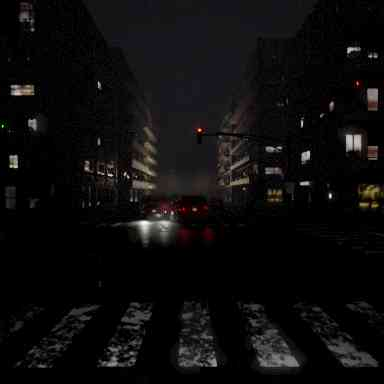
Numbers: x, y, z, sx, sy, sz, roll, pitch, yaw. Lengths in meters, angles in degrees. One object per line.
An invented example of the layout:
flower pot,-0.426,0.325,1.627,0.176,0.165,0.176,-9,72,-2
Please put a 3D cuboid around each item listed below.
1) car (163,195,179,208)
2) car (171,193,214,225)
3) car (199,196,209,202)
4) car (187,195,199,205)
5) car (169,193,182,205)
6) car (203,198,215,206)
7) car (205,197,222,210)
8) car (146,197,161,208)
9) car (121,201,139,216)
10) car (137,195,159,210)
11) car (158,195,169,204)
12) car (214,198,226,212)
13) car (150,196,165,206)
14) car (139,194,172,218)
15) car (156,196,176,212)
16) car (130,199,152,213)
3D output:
car,-3.028,1.366,49.937,2.097,1.767,4.553,0,0,0
car,-0.103,1.229,24.433,2.150,2.045,5.566,-1,0,-6
car,2.784,1.584,77.605,2.008,1.369,4.403,0,0,0
car,0.177,1.372,60.526,2.097,1.767,4.553,0,0,0
car,-2.968,1.242,60.497,2.150,2.045,5.566,0,0,1
car,2.757,1.598,54.876,1.802,1.307,4.206,0,0,0
car,2.743,1.451,43.511,1.967,1.590,4.097,0,0,0
car,-5.631,1.539,49.032,1.752,1.417,4.829,0,0,0
car,-5.651,1.572,32.154,1.947,1.339,4.313,0,0,0
car,-5.638,1.326,43.519,2.192,1.841,5.009,0,0,0
car,-5.610,1.464,66.250,1.967,1.590,4.097,0,0,0
car,2.736,1.448,37.829,1.967,1.590,4.097,0,0,0
car,-5.624,1.457,54.884,1.967,1.590,4.097,0,0,0
car,-3.081,1.227,30.126,2.150,2.045,5.566,0,0,1
car,-3.048,1.361,40.038,2.097,1.767,4.553,0,0,0
car,-5.645,1.533,37.667,1.752,1.417,4.829,0,0,0
